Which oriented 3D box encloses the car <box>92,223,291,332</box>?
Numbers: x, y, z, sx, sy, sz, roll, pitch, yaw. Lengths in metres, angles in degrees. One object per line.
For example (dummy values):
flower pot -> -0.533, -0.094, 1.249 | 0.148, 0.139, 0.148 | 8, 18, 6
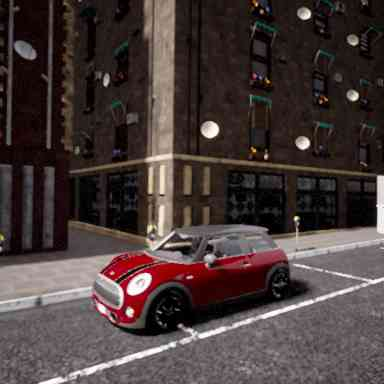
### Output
car -> 0.104, 1.452, 6.788 | 4.097, 1.590, 1.967 | 0, 1, -36
